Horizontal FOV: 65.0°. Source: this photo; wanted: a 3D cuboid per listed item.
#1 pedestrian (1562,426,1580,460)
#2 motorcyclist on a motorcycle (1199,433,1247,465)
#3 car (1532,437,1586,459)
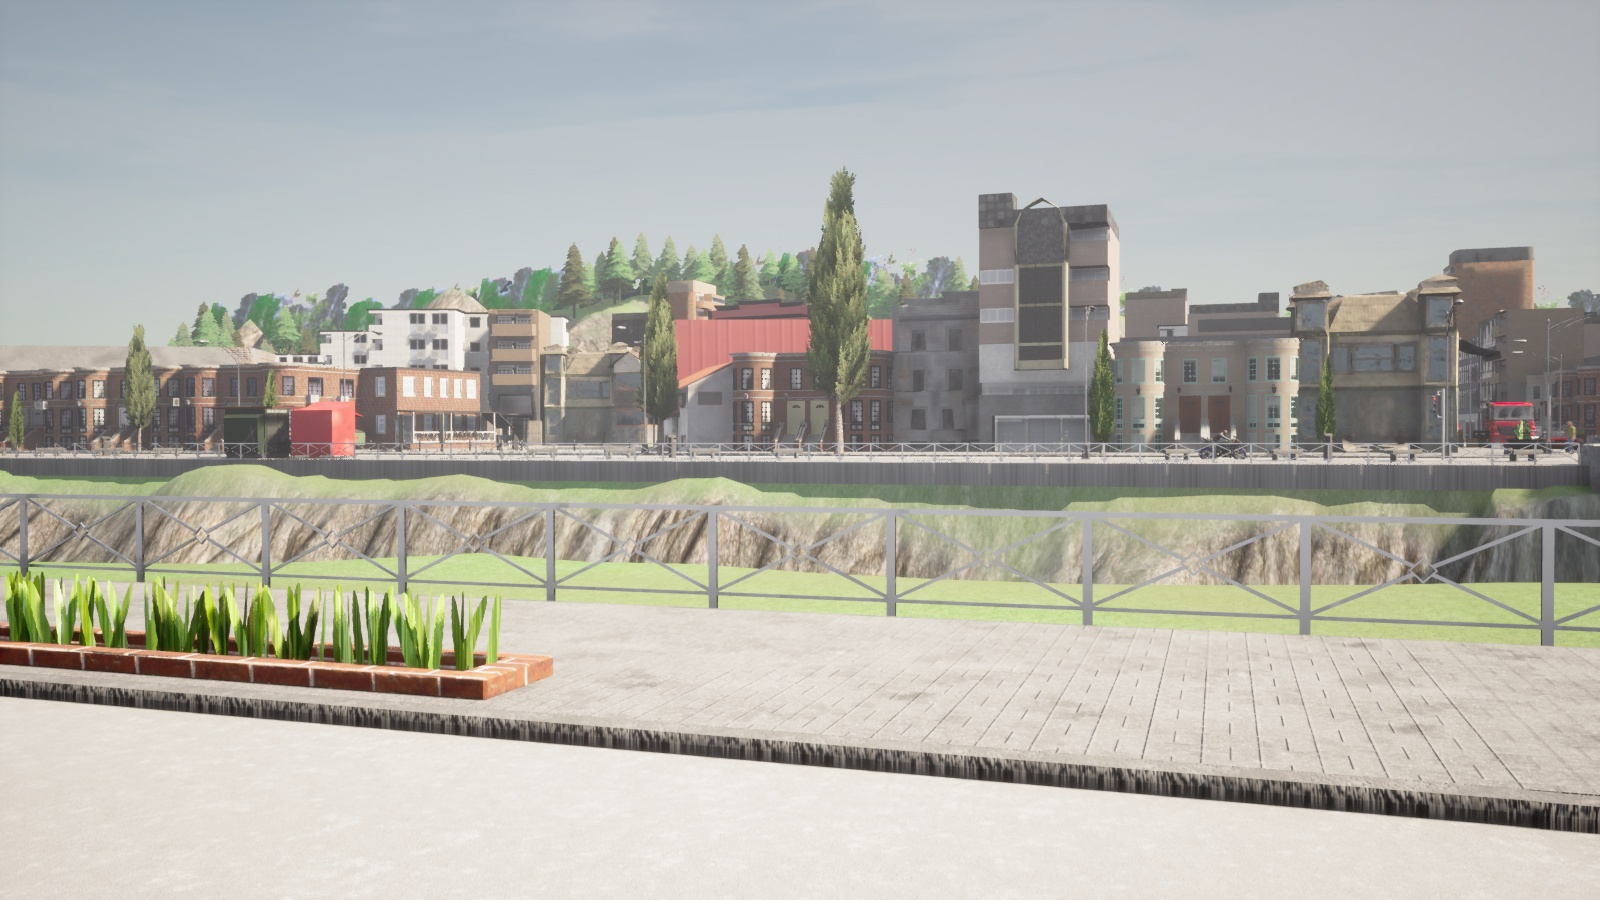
[{"bbox_3d":[41.205,-0.380,67.115,0.706,1.836,0.354,0,1,3],"label":"pedestrian"},{"bbox_3d":[20.822,-0.050,61.831,2.191,1.530,0.866,1,1,19],"label":"motorcyclist on a motorcycle"},{"bbox_3d":[47.006,-0.143,77.846,1.895,1.301,4.718,1,1,19],"label":"car"}]
